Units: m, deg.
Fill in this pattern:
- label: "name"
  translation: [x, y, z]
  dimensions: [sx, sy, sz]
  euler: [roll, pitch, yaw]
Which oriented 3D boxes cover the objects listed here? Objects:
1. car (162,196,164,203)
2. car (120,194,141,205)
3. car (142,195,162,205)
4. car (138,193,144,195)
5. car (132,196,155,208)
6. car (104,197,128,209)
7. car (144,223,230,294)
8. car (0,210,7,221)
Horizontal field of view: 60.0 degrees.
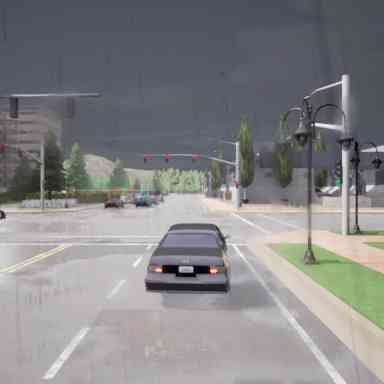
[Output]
- label: "car"
  translation: [-6.971, 1.524, 70.783]
  dimensions: [2.128, 1.511, 4.902]
  euler: [0, 0, 0]
- label: "car"
  translation: [-10.556, 1.490, 57.546]
  dimensions: [2.128, 1.511, 4.902]
  euler: [0, 0, 0]
- label: "car"
  translation: [-7.048, 1.547, 58.848]
  dimensions: [2.033, 1.411, 5.357]
  euler: [0, 0, 0]
- label: "car"
  translation: [-10.470, 1.539, 72.780]
  dimensions: [2.033, 1.411, 5.357]
  euler: [0, 0, 0]
- label: "car"
  translation: [-7.064, 1.600, 48.797]
  dimensions: [1.895, 1.301, 4.718]
  euler: [0, 0, 0]
- label: "car"
  translation: [-10.572, 1.600, 45.531]
  dimensions: [1.895, 1.301, 4.718]
  euler: [0, 0, 0]
- label: "car"
  translation: [0.059, 1.547, 8.951]
  dimensions: [2.033, 1.411, 5.357]
  euler: [0, 0, 4]
- label: "car"
  translation: [-16.120, 1.564, 24.675]
  dimensions: [4.181, 1.385, 1.994]
  euler: [0, 0, 0]
